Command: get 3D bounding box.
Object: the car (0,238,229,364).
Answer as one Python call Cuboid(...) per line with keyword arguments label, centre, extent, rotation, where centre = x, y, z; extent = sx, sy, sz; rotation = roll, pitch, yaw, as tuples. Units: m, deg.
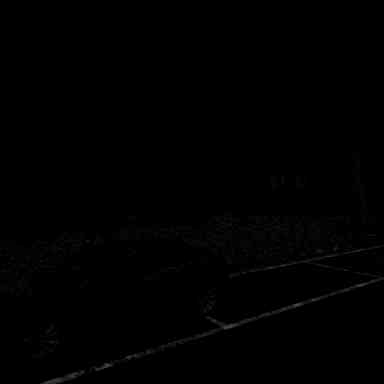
Cuboid(label="car", centre=(-1.269, 1.566, 5.865), extent=(4.313, 1.339, 1.947), rotation=(0, 0, -36))
